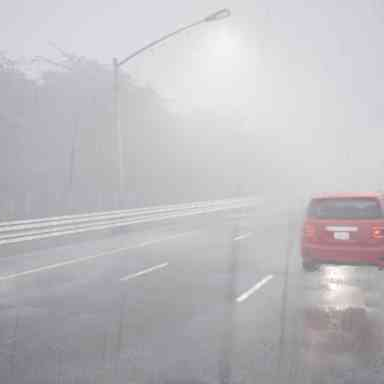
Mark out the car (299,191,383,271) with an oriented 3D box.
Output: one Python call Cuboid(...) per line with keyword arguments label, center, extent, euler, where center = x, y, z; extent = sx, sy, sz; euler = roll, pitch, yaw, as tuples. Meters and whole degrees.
Cuboid(label="car", center=(4.721, 0.996, 9.680), extent=(2.150, 2.045, 5.566), euler=(-3, 0, 31))
